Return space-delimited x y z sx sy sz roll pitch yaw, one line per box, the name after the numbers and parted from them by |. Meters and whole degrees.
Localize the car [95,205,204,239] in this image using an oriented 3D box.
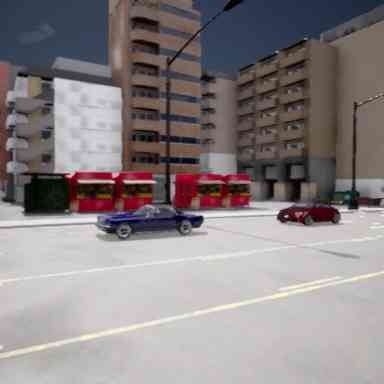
-1.883 1.262 15.062 4.718 1.301 1.895 0 1 -31 | car

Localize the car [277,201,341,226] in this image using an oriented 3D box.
7.255 1.259 20.554 4.181 1.385 1.994 0 1 -31 | car
